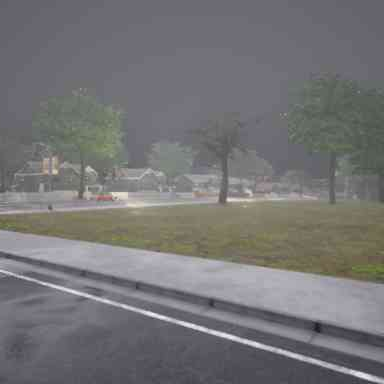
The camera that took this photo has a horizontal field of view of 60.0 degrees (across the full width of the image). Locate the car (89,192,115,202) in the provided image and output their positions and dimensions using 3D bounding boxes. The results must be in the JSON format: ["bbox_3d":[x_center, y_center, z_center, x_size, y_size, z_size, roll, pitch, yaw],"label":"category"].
[{"bbox_3d":[-16.259,0.865,60.018,2.097,1.767,4.553,2,1,37],"label":"car"}]
